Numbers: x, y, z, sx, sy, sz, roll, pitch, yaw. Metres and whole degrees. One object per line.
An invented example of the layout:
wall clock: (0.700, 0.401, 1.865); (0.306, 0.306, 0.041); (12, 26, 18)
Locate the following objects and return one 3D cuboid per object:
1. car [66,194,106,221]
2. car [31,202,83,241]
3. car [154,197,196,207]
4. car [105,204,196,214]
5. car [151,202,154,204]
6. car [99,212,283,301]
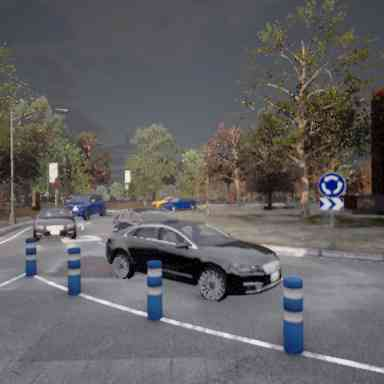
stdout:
car: (-9.025, 1.209, 27.907); (2.150, 2.045, 5.566); (0, 0, 6)
car: (-6.940, 1.503, 16.835); (2.128, 1.511, 4.902); (0, 0, -23)
car: (-1.604, 1.370, 38.402); (1.882, 1.535, 5.008); (-1, 0, 42)
car: (-1.868, 1.490, 14.367); (1.837, 1.490, 4.892); (-2, 1, -35)
car: (-2.910, 1.367, 41.737); (5.008, 1.535, 1.882); (-2, 1, -44)
car: (-0.192, 1.487, 8.416); (4.902, 1.511, 2.128); (0, 0, 39)
